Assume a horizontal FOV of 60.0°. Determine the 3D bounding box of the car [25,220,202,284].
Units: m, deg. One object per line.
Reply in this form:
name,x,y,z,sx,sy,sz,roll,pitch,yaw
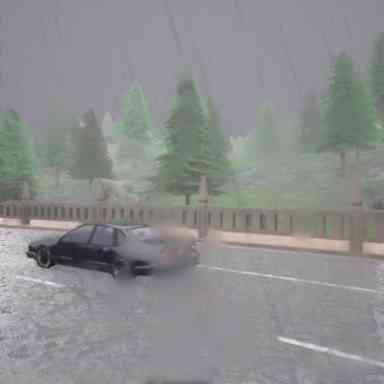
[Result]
car,-2.397,1.526,9.484,5.357,1.411,2.033,0,0,31
